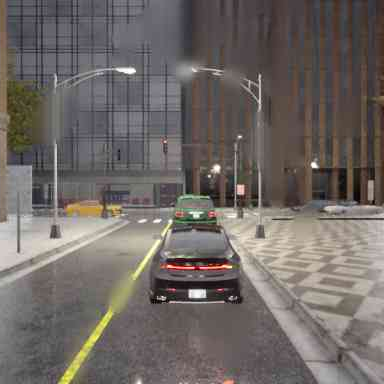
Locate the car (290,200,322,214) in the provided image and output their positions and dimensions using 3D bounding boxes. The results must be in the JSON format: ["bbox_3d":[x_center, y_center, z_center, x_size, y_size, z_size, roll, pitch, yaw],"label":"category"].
[{"bbox_3d":[12.734,1.486,33.515,5.357,1.411,2.033,0,0,0],"label":"car"}]

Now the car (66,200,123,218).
[{"bbox_3d":[-8.690,1.508,29.898,5.008,1.535,1.882,0,0,6],"label":"car"}]

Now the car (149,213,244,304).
[{"bbox_3d":[0.082,1.504,8.143,1.837,1.490,4.892,0,0,0],"label":"car"}]

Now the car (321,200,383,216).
[{"bbox_3d":[14.759,1.545,30.314,4.718,1.301,1.895,0,0,0],"label":"car"}]

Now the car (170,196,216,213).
[{"bbox_3d":[0.040,1.218,18.134,2.150,2.045,5.566,0,0,-3],"label":"car"}]
